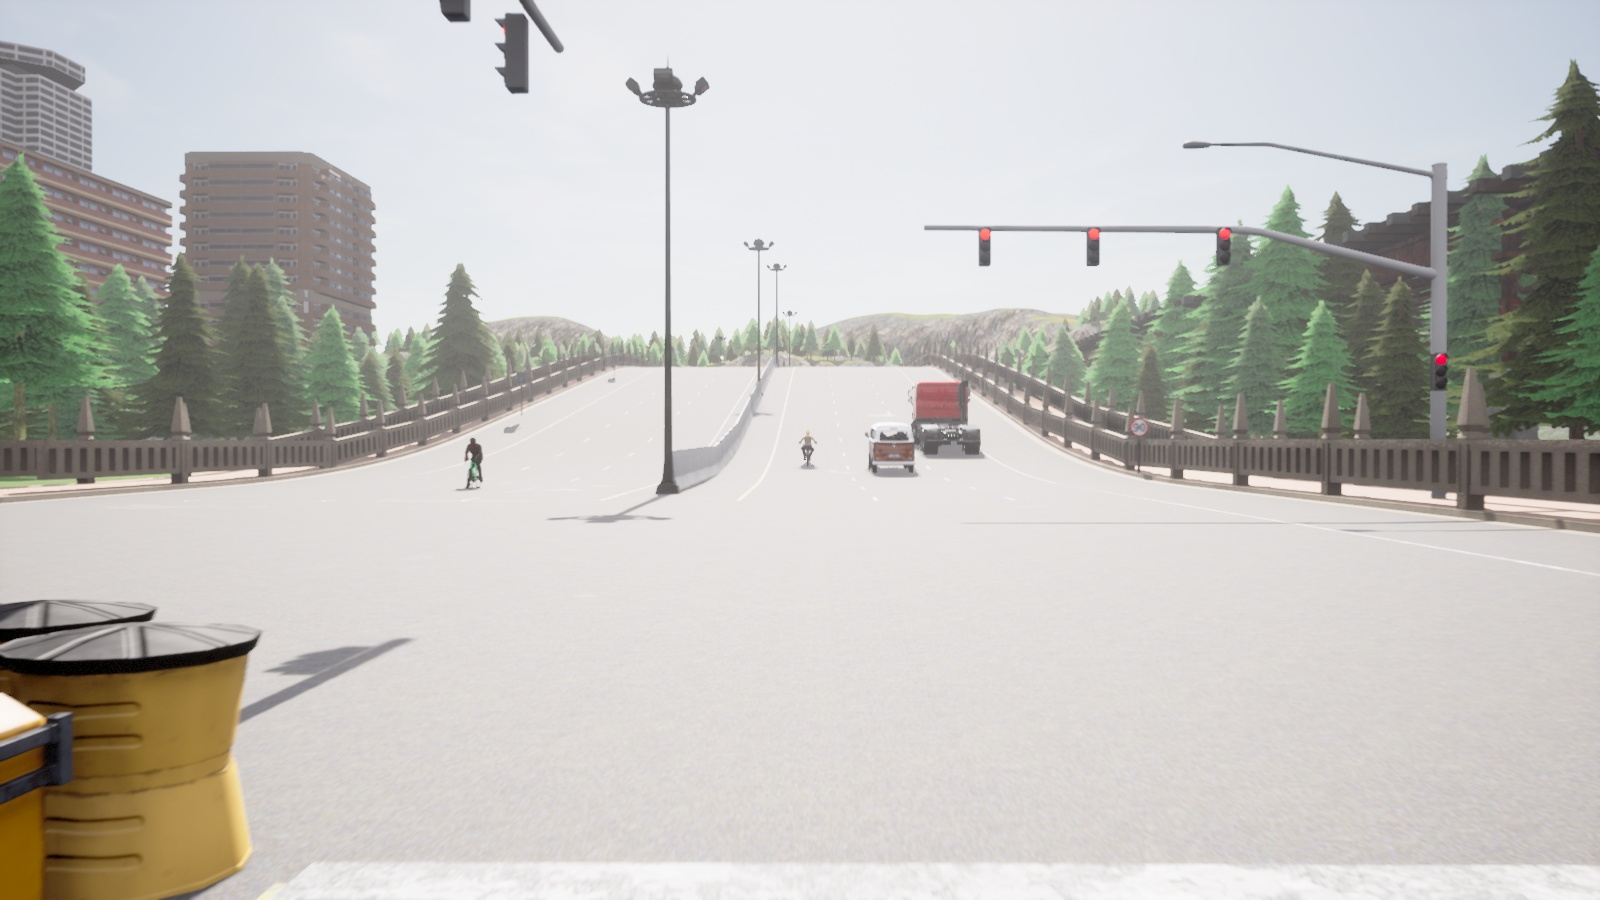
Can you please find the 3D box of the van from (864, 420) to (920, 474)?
[{"bbox_3d":[3.822,-0.184,53.034,2.069,2.038,4.480,0,3,0],"label":"van"}]

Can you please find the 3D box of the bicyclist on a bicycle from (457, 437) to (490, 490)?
[{"bbox_3d":[-10.262,0.397,39.475,0.582,1.620,1.656,0,1,0],"label":"bicyclist on a bicycle"}]

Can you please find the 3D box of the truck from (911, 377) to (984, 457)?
[{"bbox_3d":[7.446,-1.813,64.454,2.891,3.462,7.936,0,6,1],"label":"truck"}]
